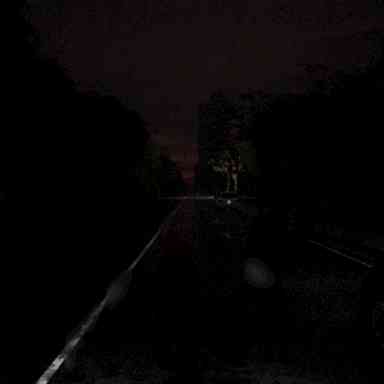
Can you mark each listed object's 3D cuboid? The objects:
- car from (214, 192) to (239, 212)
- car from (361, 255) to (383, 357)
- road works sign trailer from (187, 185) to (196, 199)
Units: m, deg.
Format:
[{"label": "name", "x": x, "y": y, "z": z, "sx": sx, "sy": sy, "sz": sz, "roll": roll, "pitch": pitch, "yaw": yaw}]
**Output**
[{"label": "car", "x": 3.599, "y": 1.019, "z": 35.018, "sx": 2.150, "sy": 2.045, "sz": 5.566, "roll": 0, "pitch": 0, "yaw": 0}, {"label": "car", "x": 3.594, "y": 1.207, "z": 2.609, "sx": 2.150, "sy": 2.045, "sz": 5.566, "roll": 0, "pitch": 1, "yaw": 0}, {"label": "road works sign trailer", "x": -0.006, "y": 0.041, "z": 88.212, "sx": 2.380, "sy": 3.560, "sz": 2.880, "roll": 0, "pitch": 0, "yaw": 0}]
